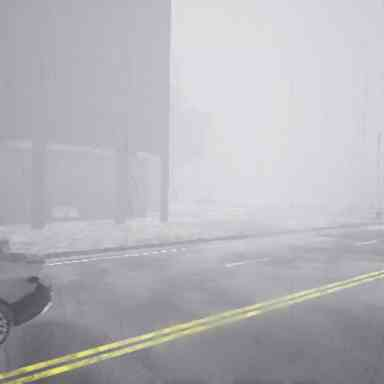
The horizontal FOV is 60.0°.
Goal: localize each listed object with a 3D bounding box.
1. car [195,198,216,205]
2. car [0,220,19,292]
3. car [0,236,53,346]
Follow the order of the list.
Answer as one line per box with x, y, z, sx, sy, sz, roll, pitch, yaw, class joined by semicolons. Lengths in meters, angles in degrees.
2.423;1.719;61.937;1.994;1.385;4.181;1;-1;-42;car
-6.522;1.496;7.018;4.892;1.490;1.837;0;0;-36;car
-4.511;1.484;4.461;4.902;1.511;2.128;0;0;-36;car
